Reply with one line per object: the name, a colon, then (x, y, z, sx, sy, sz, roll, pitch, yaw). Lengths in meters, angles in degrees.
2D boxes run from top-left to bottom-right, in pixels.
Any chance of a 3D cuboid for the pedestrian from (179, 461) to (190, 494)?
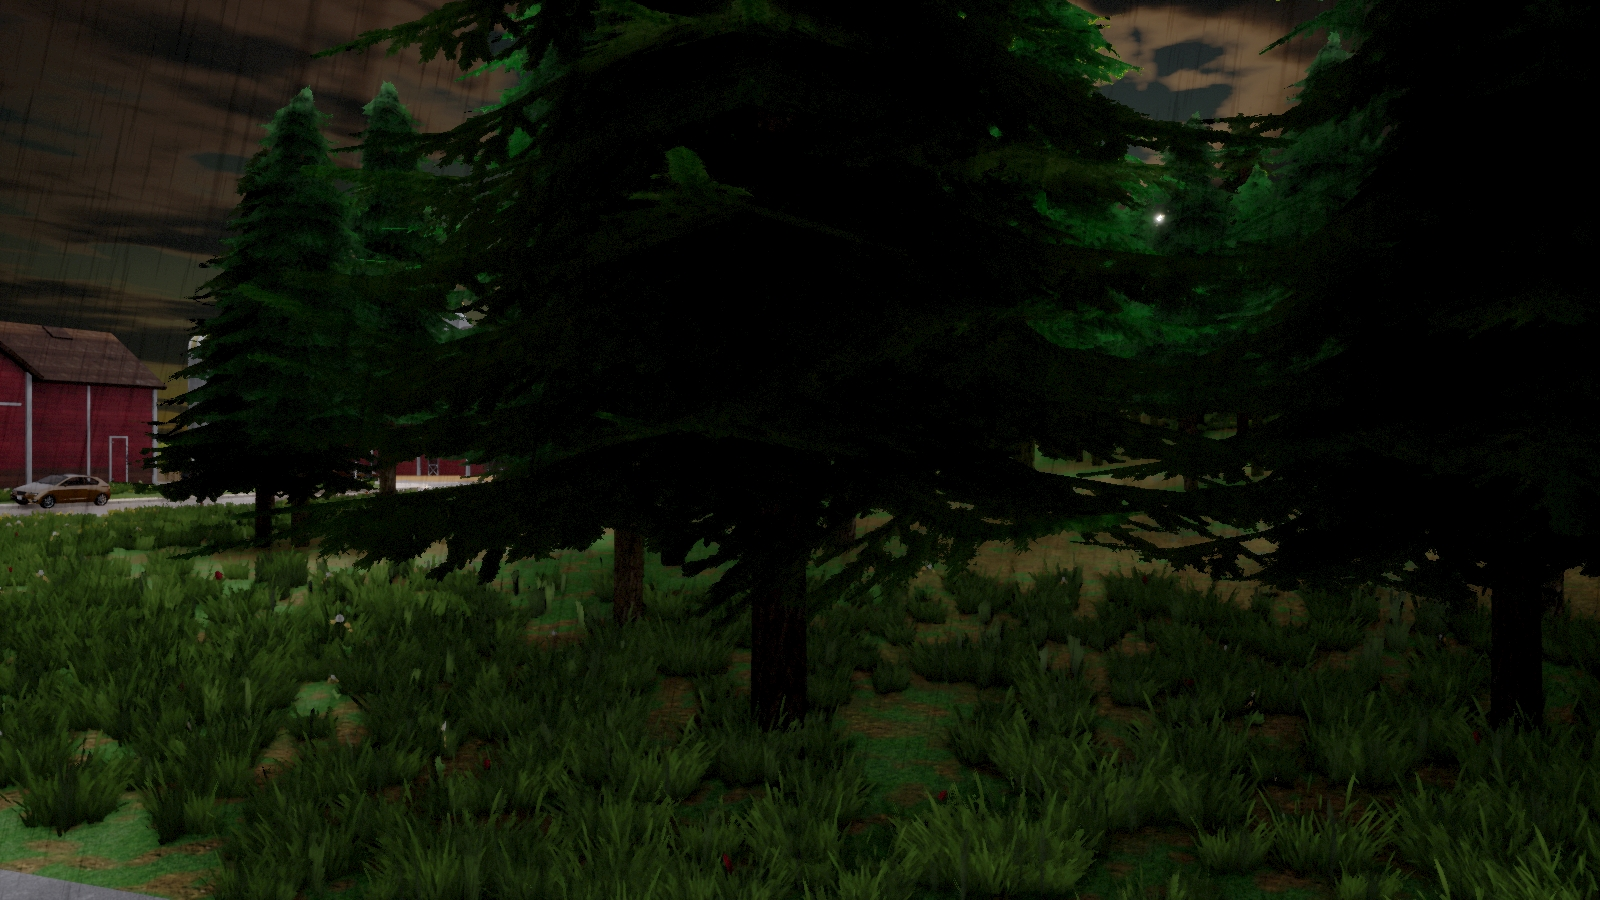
pedestrian: (-34.511, 1.545, 64.037, 0.375, 1.860, 0.375, 0, 0, 5)
